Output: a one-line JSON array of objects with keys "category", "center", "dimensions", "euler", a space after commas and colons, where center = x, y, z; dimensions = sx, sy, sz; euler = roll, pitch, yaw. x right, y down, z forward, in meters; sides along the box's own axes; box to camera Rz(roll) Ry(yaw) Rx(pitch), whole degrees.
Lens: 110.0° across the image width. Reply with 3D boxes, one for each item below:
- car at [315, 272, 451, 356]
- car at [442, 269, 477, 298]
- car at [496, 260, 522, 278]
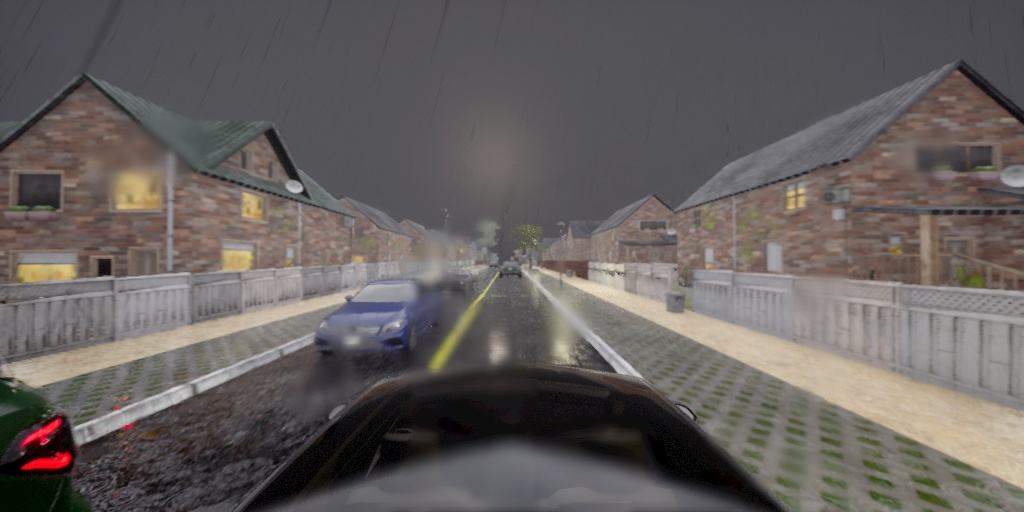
[{"category": "car", "center": [-2.891, 1.292, 8.848], "dimensions": [1.812, 1.442, 4.674], "euler": [0, 0, 0]}, {"category": "car", "center": [-2.964, 1.381, 18.752], "dimensions": [1.895, 1.301, 4.718], "euler": [0, 0, 0]}, {"category": "car", "center": [-0.152, 1.180, 34.948], "dimensions": [2.097, 1.767, 4.553], "euler": [0, 0, 0]}]
